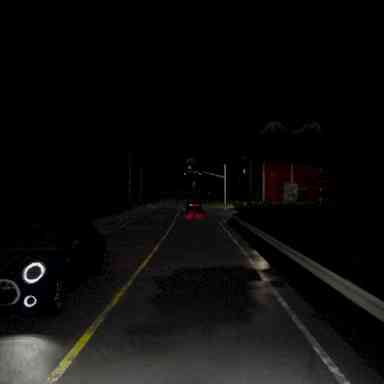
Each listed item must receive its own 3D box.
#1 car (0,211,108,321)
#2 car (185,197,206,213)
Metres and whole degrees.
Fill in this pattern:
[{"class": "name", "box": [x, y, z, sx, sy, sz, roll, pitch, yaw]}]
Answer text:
[{"class": "car", "box": [-3.466, 1.391, 7.607, 2.097, 1.767, 4.553, 0, 0, 1]}, {"class": "car", "box": [0.200, 1.697, 40.035, 2.128, 1.511, 4.902, 0, 0, -1]}]
